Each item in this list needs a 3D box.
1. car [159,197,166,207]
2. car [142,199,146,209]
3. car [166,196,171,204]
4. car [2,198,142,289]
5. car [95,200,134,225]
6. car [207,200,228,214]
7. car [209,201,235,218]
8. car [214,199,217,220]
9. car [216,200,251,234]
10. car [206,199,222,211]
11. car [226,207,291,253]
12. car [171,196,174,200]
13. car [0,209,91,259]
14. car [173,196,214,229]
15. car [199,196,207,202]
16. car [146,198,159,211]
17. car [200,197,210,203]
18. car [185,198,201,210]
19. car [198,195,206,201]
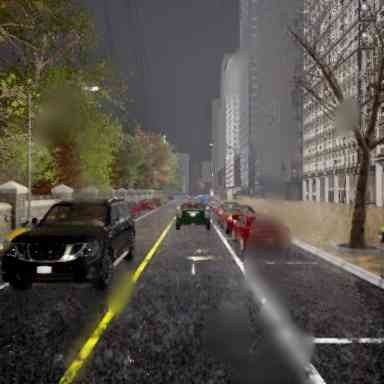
[{"bbox_3d":[-5.681,1.577,53.047,1.887,1.381,4.507,0,0,0],"label":"car"},{"bbox_3d":[-5.685,1.557,30.518,1.887,1.381,4.507,0,0,0],"label":"car"},{"bbox_3d":[-5.680,1.574,64.142,1.752,1.417,4.829,0,0,0],"label":"car"},{"bbox_3d":[-2.999,1.223,9.512,2.150,2.045,5.566,0,0,0],"label":"car"},{"bbox_3d":[-5.685,1.449,24.885,1.967,1.590,4.097,0,0,0],"label":"car"},{"bbox_3d":[2.696,1.567,36.149,2.008,1.369,4.403,0,0,0],"label":"car"},{"bbox_3d":[2.695,1.563,30.517,2.008,1.369,4.403,0,0,0],"label":"car"},{"bbox_3d":[2.696,1.449,24.884,1.967,1.590,4.097,0,0,0],"label":"car"},{"bbox_3d":[2.695,1.446,19.253,1.967,1.590,4.097,0,0,0],"label":"car"},{"bbox_3d":[2.697,1.603,41.781,1.802,1.307,4.206,0,0,0],"label":"car"},{"bbox_3d":[2.694,1.548,13.621,1.887,1.381,4.507,0,0,0],"label":"car"},{"bbox_3d":[-5.675,1.664,92.473,1.947,1.339,4.313,0,0,0],"label":"car"},{"bbox_3d":[-5.686,1.528,13.452,1.752,1.417,4.829,0,0,0],"label":"car"},{"bbox_3d":[0.077,1.358,21.592,2.097,1.767,4.553,0,0,0],"label":"car"},{"bbox_3d":[2.703,1.660,81.207,1.802,1.307,4.206,0,0,0],"label":"car"},{"bbox_3d":[-5.683,1.565,41.782,1.887,1.381,4.507,0,0,0],"label":"car"},{"bbox_3d":[2.701,1.640,69.942,1.802,1.307,4.206,0,0,0],"label":"car"},{"bbox_3d":[0.105,1.587,44.427,1.994,1.385,4.181,0,0,0],"label":"car"},{"bbox_3d":[2.705,1.538,92.472,1.967,1.590,4.097,0,0,0],"label":"car"}]
